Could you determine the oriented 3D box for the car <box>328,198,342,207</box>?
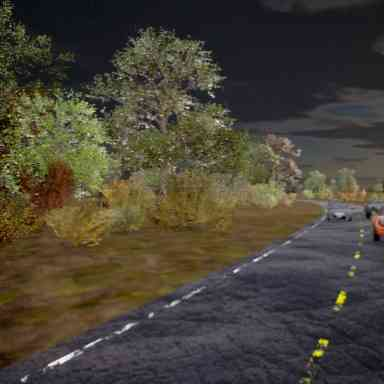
[{"bbox_3d":[26.215,1.904,61.262,2.033,1.411,5.357,-1,-1,19],"label":"car"}]

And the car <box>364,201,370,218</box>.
[{"bbox_3d":[17.579,1.495,31.508,2.097,1.767,4.553,-1,-1,25],"label":"car"}]

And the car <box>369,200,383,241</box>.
[{"bbox_3d":[10.314,1.422,16.814,2.097,1.767,4.553,-1,-1,28],"label":"car"}]

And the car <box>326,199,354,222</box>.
[{"bbox_3d":[12.601,1.655,28.277,2.128,1.511,4.902,-1,-1,26],"label":"car"}]
